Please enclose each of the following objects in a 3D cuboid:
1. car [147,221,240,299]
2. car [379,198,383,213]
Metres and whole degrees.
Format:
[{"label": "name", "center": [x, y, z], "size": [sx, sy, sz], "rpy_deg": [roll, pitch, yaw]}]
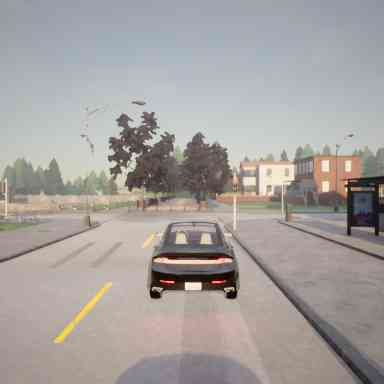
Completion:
[{"label": "car", "center": [0.047, 1.492, 8.436], "size": [2.128, 1.511, 4.902], "rpy_deg": [0, 0, 1]}, {"label": "car", "center": [18.435, 1.352, 33.333], "size": [4.553, 1.767, 2.097], "rpy_deg": [0, 0, 0]}]
